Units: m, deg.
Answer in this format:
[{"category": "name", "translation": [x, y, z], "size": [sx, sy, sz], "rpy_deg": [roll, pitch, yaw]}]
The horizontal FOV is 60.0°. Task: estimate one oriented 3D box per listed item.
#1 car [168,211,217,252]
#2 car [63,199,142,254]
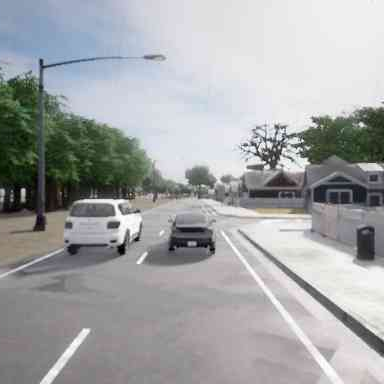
[{"category": "car", "translation": [0.005, 1.594, 14.284], "size": [1.837, 1.490, 4.892], "rpy_deg": [0, 0, 0]}, {"category": "car", "translation": [-3.497, 1.302, 14.001], "size": [2.150, 2.045, 5.566], "rpy_deg": [0, 0, 0]}]
